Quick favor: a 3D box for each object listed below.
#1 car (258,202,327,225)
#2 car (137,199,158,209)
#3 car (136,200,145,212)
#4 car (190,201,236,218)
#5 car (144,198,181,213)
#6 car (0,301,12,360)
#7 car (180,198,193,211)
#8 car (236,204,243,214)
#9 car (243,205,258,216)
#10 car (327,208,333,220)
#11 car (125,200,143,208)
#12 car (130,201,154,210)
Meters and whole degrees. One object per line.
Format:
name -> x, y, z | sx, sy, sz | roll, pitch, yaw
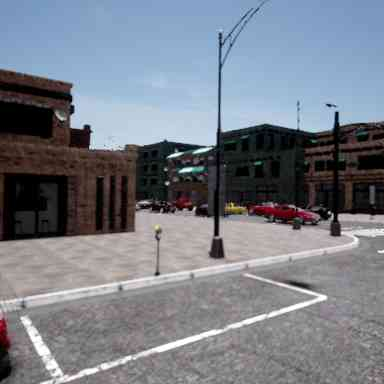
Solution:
car -> 7.720, 1.725, 25.915 | 1.812, 1.442, 4.674 | 1, -1, -34
car -> -7.940, 2.092, 58.653 | 1.967, 1.590, 4.097 | 1, -1, -35
car -> -8.491, 1.826, 44.759 | 1.967, 1.590, 4.097 | 1, -1, -35
car -> 2.067, 1.859, 34.107 | 1.994, 1.385, 4.181 | 1, -1, -35
car -> -3.814, 1.898, 42.583 | 1.837, 1.490, 4.892 | 1, -1, -35
car -> -4.299, 1.434, 3.475 | 4.097, 1.590, 1.967 | 0, 1, -35
car -> -1.609, 1.861, 49.541 | 2.192, 1.841, 5.009 | 1, -1, -35
car -> 4.623, 1.967, 40.564 | 1.752, 1.417, 4.829 | 1, -1, -35
car -> 7.886, 1.827, 35.869 | 1.967, 1.590, 4.097 | 1, -1, -35
car -> 11.050, 1.900, 31.311 | 1.947, 1.339, 4.313 | 1, -1, -35
car -> -11.105, 2.286, 63.208 | 1.802, 1.307, 4.206 | 1, -1, -35
car -> -8.222, 2.172, 54.522 | 1.895, 1.301, 4.718 | 1, -1, -35
